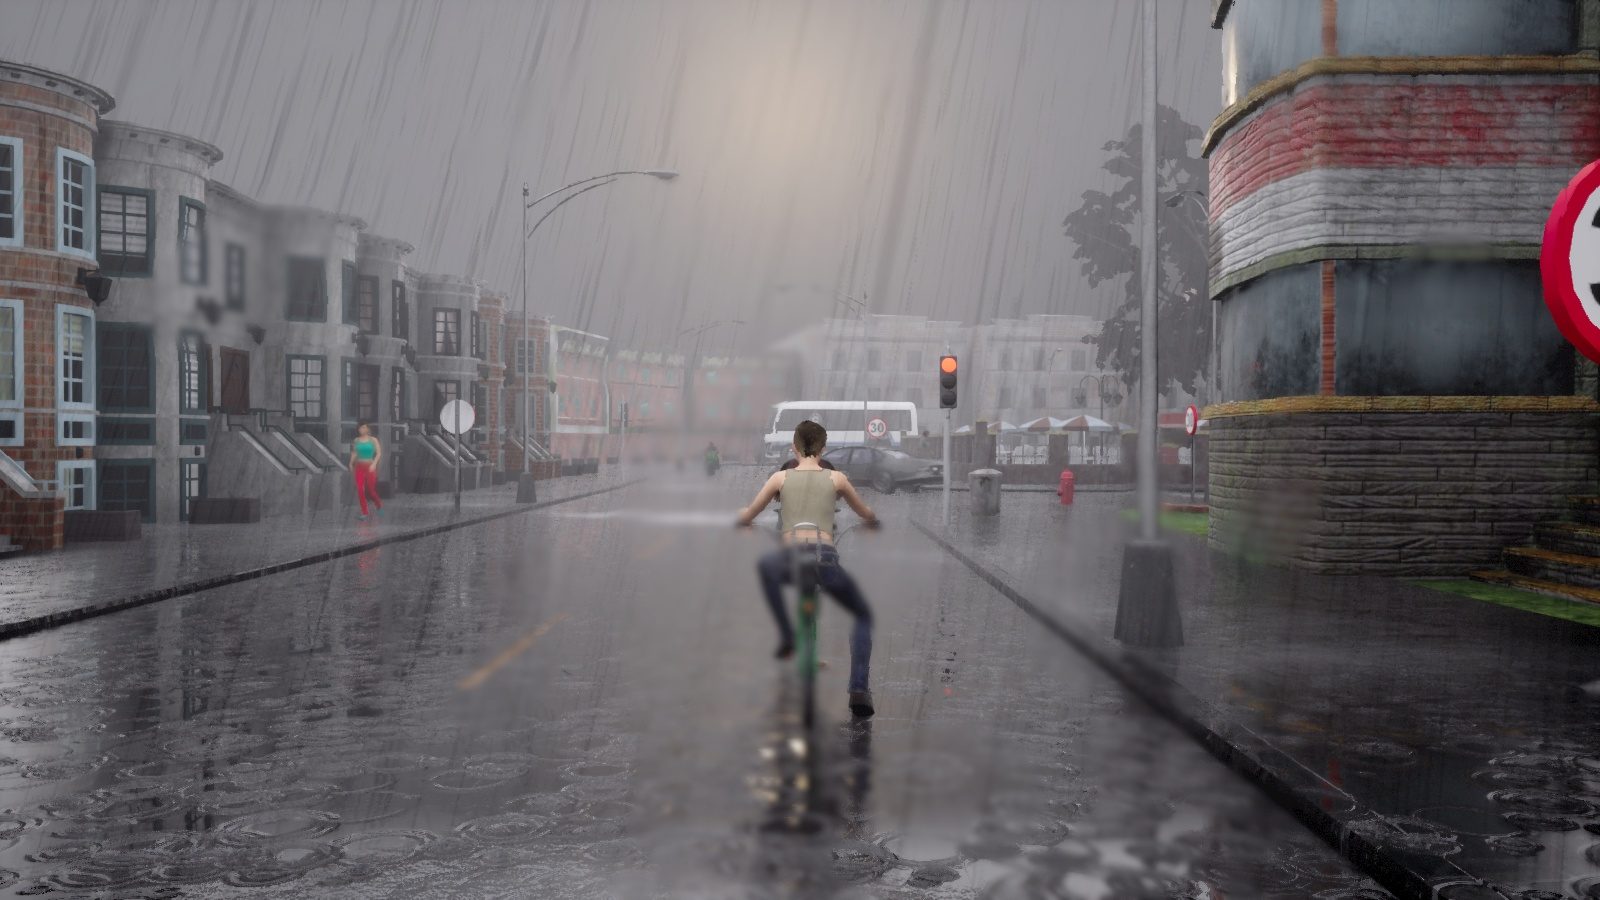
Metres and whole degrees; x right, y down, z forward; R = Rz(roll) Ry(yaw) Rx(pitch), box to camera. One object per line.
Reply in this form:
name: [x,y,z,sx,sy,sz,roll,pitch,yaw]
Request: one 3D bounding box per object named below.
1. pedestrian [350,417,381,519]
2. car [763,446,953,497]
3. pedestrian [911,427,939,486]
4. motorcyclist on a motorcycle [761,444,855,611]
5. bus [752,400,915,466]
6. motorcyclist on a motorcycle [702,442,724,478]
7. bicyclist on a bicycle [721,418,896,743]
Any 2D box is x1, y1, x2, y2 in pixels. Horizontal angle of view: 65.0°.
pedestrian: [-7.902,0.321,22.849,0.345,1.836,0.594,0,0,1]
car: [1.691,0.584,37.395,5.357,1.411,2.033,0,0,32]
pedestrian: [4.234,0.220,42.370,0.873,1.952,0.659,0,0,12]
motorcyclist on a motorcycle: [0.080,0.710,12.643,0.866,1.530,2.191,0,0,0]
bus: [2.155,-1.104,83.455,10.273,4.253,3.944,0,1,-8]
motorcyclist on a motorcycle: [-3.723,0.420,54.162,0.797,1.523,2.044,0,0,0]
bicyclist on a bicycle: [0.047,0.644,6.991,0.866,1.612,1.509,0,0,0]
